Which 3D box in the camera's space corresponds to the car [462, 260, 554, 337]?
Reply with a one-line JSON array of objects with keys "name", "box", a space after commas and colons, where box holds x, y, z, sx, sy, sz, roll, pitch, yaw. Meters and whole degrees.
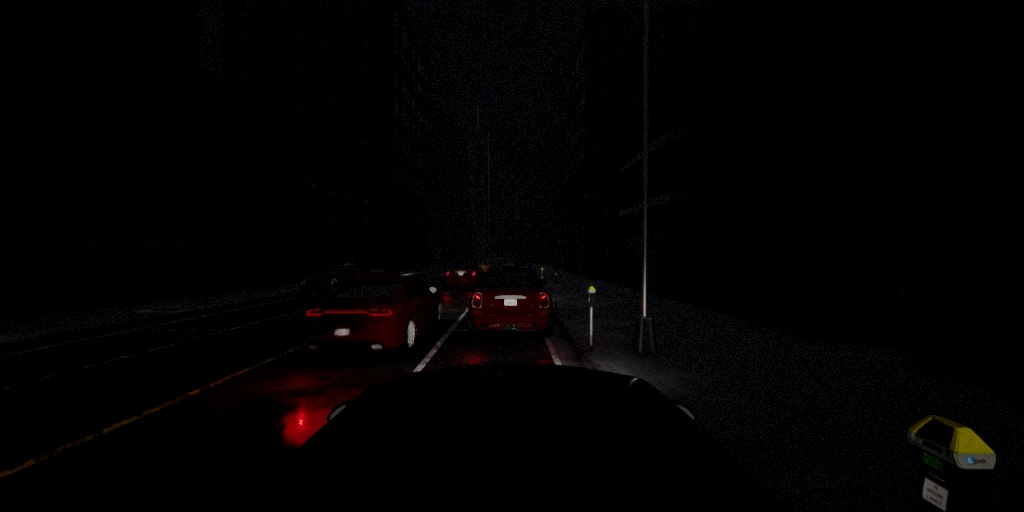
[{"name": "car", "box": [-0.033, 1.100, 10.472, 2.097, 1.767, 4.553, 0, 0, 0]}]

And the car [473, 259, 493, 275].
[{"name": "car", "box": [-3.145, 1.189, 39.948, 1.801, 1.575, 5.366, 0, 0, 0]}]

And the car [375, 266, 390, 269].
[{"name": "car", "box": [-8.814, 1.325, 23.617, 1.802, 1.307, 4.207, 0, 0, 0]}]

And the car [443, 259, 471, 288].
[{"name": "car", "box": [-3.046, 1.096, 23.500, 2.097, 1.767, 4.553, 0, 0, 0]}]

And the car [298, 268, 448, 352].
[{"name": "car", "box": [-3.047, 1.226, 8.906, 1.882, 1.535, 5.008, 0, 0, 0]}]

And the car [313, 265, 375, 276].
[{"name": "car", "box": [-8.814, 1.185, 18.031, 1.967, 1.591, 4.097, 0, 0, 0]}]
